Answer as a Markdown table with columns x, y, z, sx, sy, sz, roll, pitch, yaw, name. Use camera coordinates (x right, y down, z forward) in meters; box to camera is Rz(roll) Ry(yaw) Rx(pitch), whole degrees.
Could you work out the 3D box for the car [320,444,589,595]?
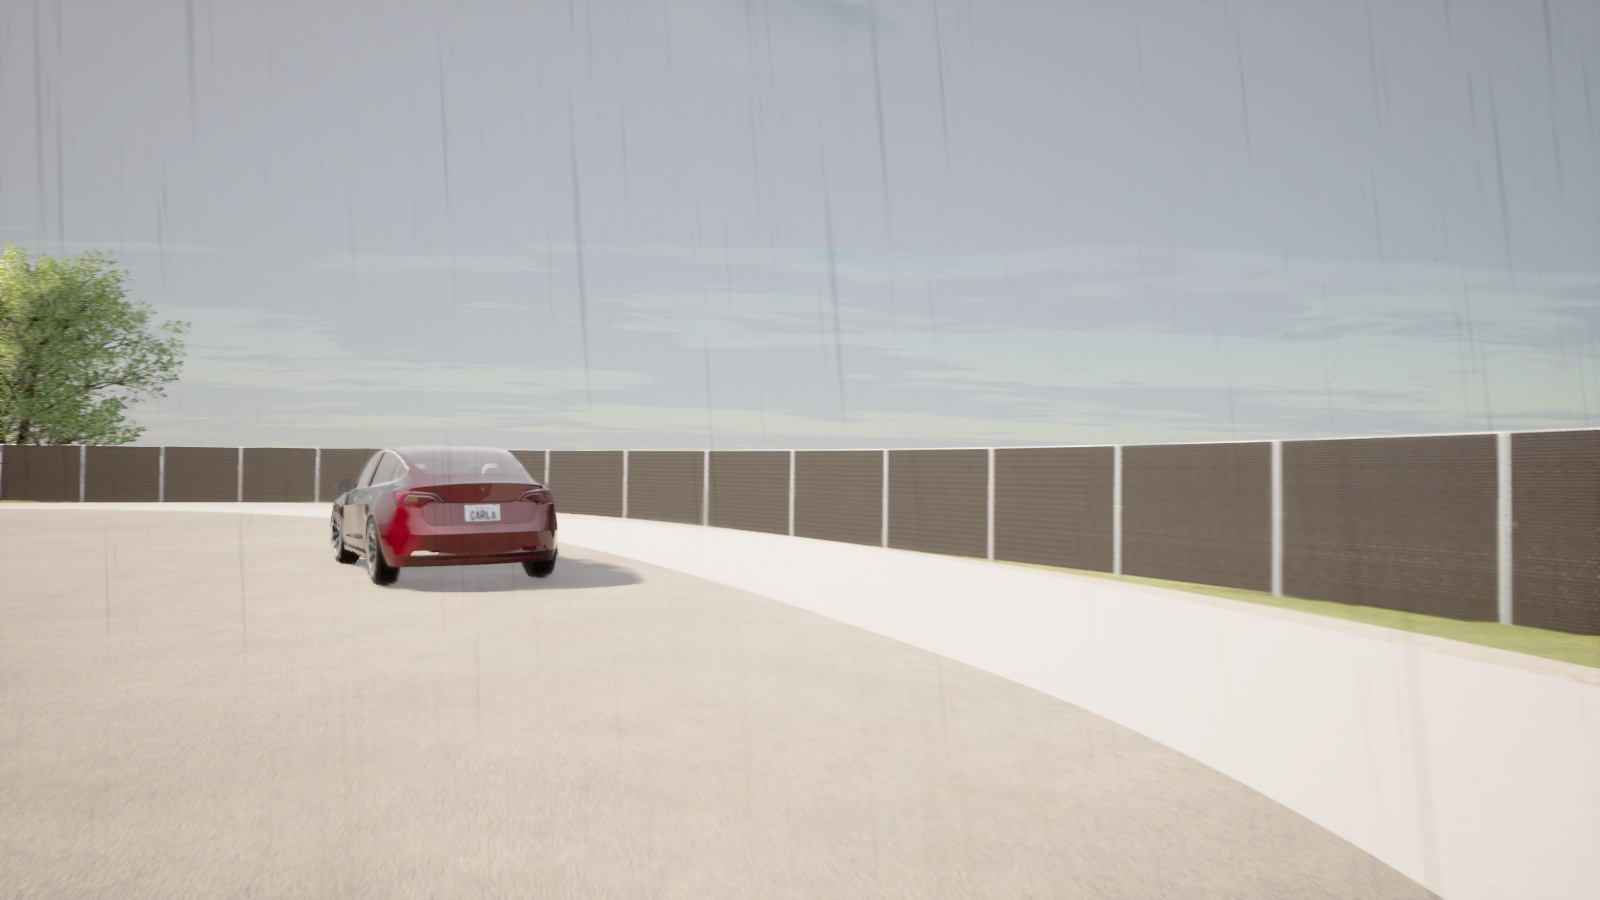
| x | y | z | sx | sy | sz | roll | pitch | yaw | name |
| --- | --- | --- | --- | --- | --- | --- | --- | --- | --- |
| -4.300 | 0.685 | 14.989 | 2.163 | 1.488 | 4.792 | 0 | 0 | -27 | car |
